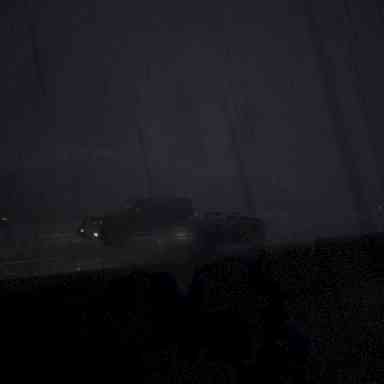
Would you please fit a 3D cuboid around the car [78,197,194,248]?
[{"bbox_3d":[-2.264,1.247,15.298,5.566,2.045,2.150,0,0,-36],"label":"car"}]

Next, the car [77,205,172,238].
[{"bbox_3d":[-3.676,1.534,18.592,4.892,1.490,1.837,0,0,-36],"label":"car"}]

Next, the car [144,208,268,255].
[{"bbox_3d":[0.894,1.523,13.256,4.902,1.511,2.128,0,0,-36],"label":"car"}]

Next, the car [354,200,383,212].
[{"bbox_3d":[21.965,1.725,41.302,4.181,1.385,1.994,0,0,-36],"label":"car"}]

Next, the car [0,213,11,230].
[{"bbox_3d":[-11.906,1.525,16.991,4.674,1.442,1.812,0,0,-36],"label":"car"}]
